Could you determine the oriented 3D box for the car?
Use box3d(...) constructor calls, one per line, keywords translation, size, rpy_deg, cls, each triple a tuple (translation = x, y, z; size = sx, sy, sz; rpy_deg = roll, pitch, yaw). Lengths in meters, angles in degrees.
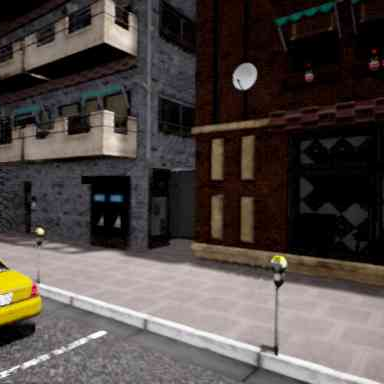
box3d(translation=(-4.656, 1.517, 6.029), size=(4.829, 1.417, 1.752), rpy_deg=(0, 1, 35), cls="car")
